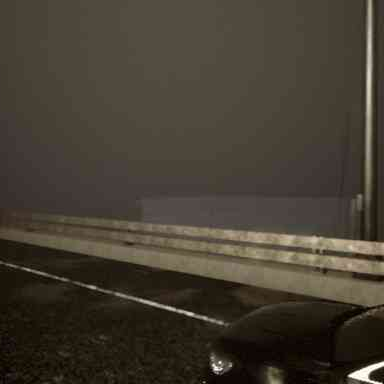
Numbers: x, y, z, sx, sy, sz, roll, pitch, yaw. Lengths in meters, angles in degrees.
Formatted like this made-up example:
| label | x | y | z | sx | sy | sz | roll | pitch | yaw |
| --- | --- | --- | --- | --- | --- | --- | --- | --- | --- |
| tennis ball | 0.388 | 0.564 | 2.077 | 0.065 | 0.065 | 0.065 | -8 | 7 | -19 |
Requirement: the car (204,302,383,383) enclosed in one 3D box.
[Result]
| label | x | y | z | sx | sy | sz | roll | pitch | yaw |
| --- | --- | --- | --- | --- | --- | --- | --- | --- | --- |
| car | 2.365 | 1.512 | 2.312 | 4.892 | 1.490 | 1.837 | 1 | 1 | 36 |
